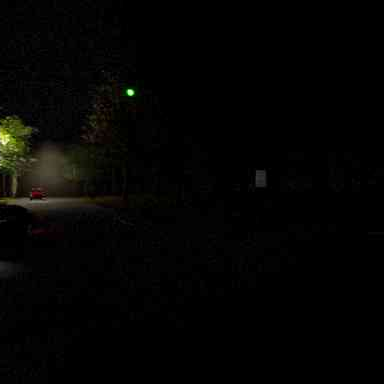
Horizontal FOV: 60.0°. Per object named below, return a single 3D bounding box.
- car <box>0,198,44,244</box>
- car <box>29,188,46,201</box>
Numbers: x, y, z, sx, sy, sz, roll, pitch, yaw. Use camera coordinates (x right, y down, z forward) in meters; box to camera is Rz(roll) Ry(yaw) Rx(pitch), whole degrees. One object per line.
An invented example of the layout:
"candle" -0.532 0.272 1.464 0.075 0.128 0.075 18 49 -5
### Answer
"car" -7.720 1.256 12.759 1.837 1.490 4.892 1 2 -2
"car" -25.143 0.482 54.076 2.150 2.045 5.566 0 2 -24
